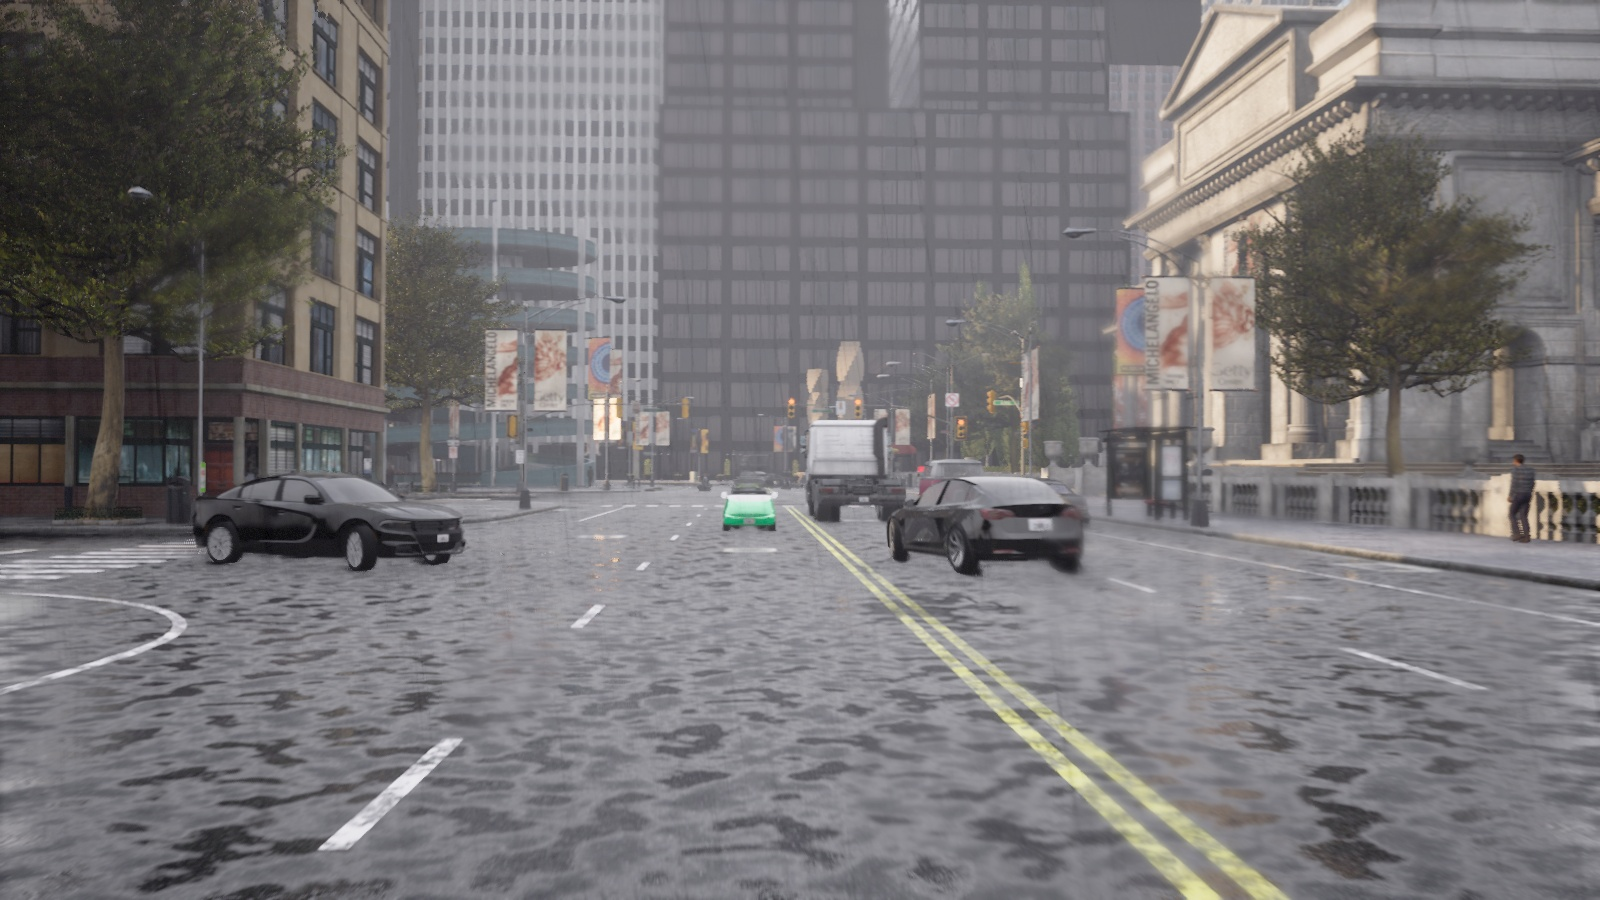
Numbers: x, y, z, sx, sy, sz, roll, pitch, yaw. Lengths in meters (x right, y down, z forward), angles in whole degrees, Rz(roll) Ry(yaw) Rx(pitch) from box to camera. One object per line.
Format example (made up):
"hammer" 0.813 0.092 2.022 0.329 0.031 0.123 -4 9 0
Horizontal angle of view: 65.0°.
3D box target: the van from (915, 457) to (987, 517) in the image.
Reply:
"van" 5.198 1.271 43.671 1.775 1.987 4.442 0 -1 -2

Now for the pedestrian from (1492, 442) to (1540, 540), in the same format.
"pedestrian" 14.530 0.830 25.507 0.423 1.949 0.788 0 -1 -8

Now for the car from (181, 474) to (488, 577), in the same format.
"car" -7.742 1.177 20.776 5.008 1.535 1.882 -1 -1 28

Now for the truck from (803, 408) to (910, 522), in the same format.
"truck" 1.743 0.534 42.432 2.891 3.462 7.936 0 -1 -2

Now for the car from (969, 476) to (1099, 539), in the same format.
"car" 5.723 1.362 31.449 2.033 1.411 5.357 0 -1 -3

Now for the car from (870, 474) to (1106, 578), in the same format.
"car" 2.930 1.150 20.851 2.163 1.488 4.792 0 -1 -14

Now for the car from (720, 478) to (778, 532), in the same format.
"car" -1.361 1.432 33.227 1.481 1.376 2.207 0 -1 -2

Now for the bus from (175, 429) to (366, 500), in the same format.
"bus" -32.828 0.903 78.271 10.273 4.253 3.944 0 -1 -3
